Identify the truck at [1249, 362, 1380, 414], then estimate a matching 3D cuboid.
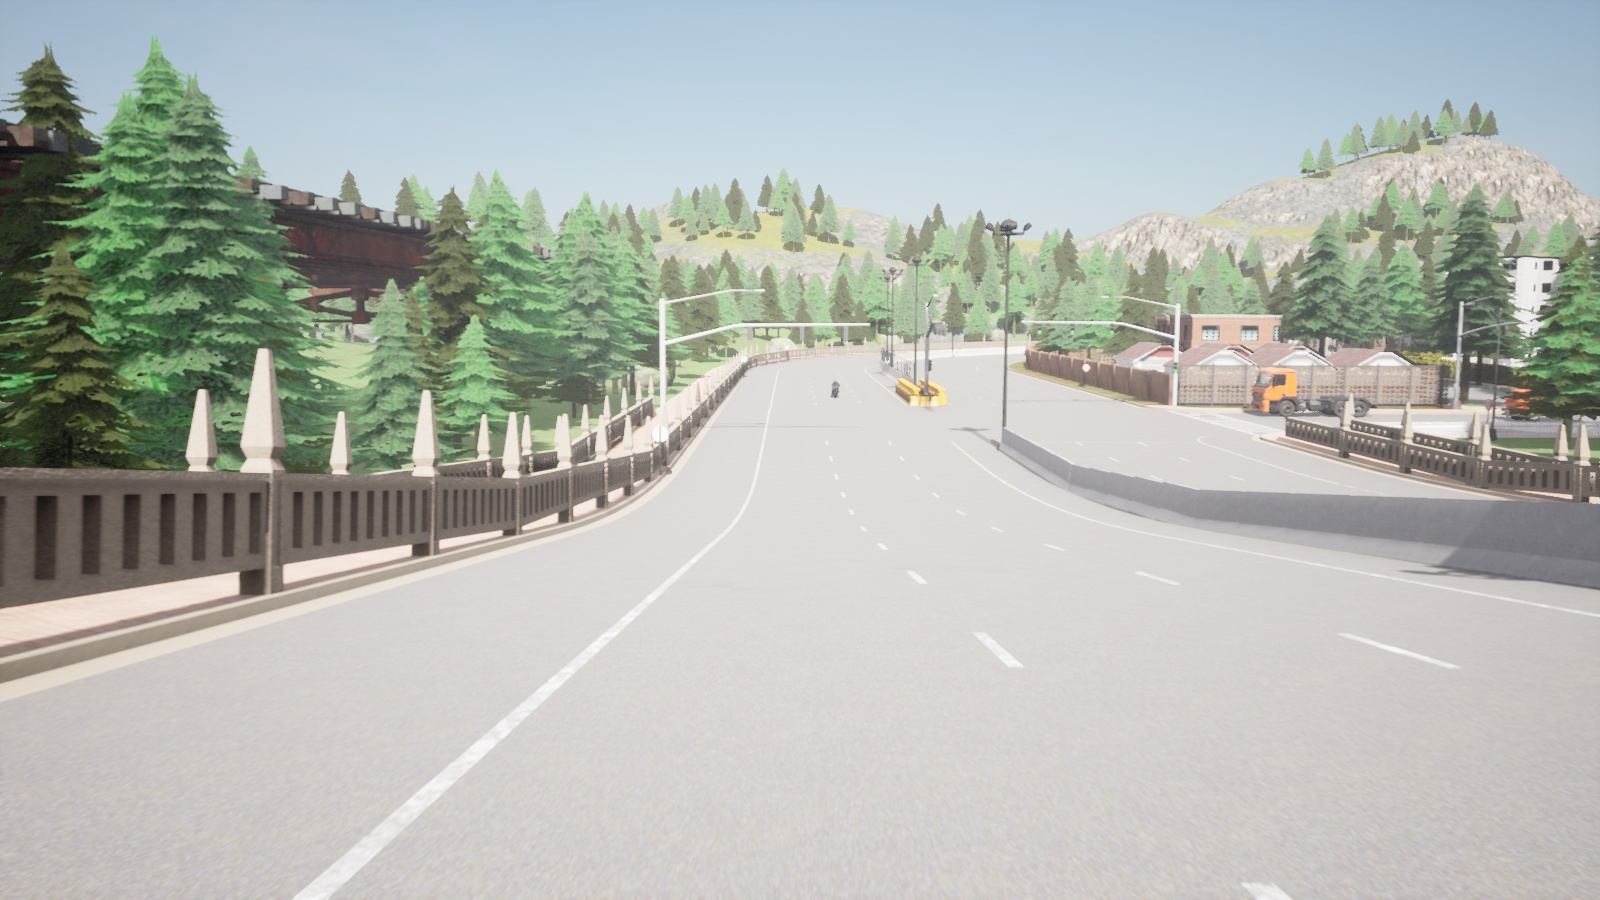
[{"bbox_3d":[36.300,-4.414,88.831,7.936,3.462,2.891,0,6,1],"label":"truck"}]
